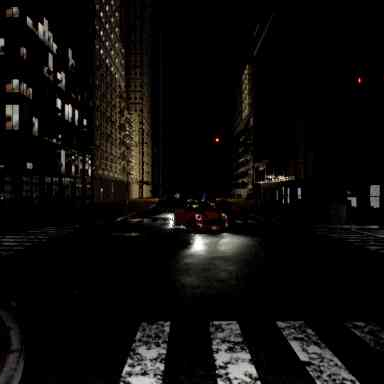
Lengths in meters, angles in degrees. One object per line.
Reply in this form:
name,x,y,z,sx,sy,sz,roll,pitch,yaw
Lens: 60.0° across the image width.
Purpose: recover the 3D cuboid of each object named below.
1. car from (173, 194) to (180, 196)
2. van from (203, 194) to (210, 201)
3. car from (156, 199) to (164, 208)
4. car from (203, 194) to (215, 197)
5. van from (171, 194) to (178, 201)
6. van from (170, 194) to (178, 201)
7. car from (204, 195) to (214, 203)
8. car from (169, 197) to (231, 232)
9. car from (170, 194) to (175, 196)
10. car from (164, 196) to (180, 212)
car,-1.742,1.531,54.717,1.812,1.442,4.674,0,0,0
van,3.468,1.321,80.479,1.690,1.788,3.998,0,0,0
car,-4.170,1.592,47.257,1.802,1.307,4.206,0,0,0
car,3.589,1.313,63.896,2.192,1.841,5.009,0,0,0
van,-4.452,1.315,85.949,1.690,1.788,3.998,0,0,0
van,-4.412,1.321,80.422,1.690,1.788,3.998,0,0,0
car,3.549,1.432,69.425,1.967,1.590,4.097,0,0,0
car,0.426,1.373,20.270,2.097,1.767,4.553,0,0,-21
car,-4.291,1.564,63.839,1.947,1.339,4.313,0,0,0
car,-1.632,1.506,37.339,2.128,1.511,4.902,0,0,0
